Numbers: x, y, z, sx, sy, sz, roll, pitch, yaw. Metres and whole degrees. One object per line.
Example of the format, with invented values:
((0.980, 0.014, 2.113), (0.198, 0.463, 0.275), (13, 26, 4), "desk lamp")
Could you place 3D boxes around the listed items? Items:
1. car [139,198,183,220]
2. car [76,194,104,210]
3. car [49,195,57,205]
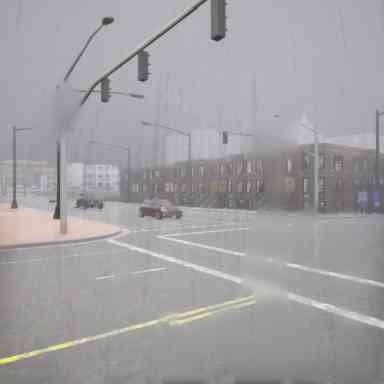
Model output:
((-2.700, 1.352, 28.274), (2.097, 1.767, 4.553), (0, 0, -35), "car")
((-13.306, 1.221, 43.036), (2.150, 2.045, 5.566), (0, 0, -36), "car")
((-23.077, 1.330, 56.795), (1.812, 1.442, 4.674), (0, 0, -36), "car")
